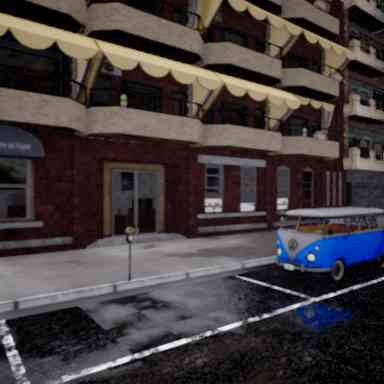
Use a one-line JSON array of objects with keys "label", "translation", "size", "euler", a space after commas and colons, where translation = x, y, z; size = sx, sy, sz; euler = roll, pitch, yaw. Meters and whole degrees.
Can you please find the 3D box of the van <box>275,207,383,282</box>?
[{"label": "van", "translation": [4.131, 1.347, 9.501], "size": [3.998, 1.788, 1.690], "euler": [0, 0, -35]}]
